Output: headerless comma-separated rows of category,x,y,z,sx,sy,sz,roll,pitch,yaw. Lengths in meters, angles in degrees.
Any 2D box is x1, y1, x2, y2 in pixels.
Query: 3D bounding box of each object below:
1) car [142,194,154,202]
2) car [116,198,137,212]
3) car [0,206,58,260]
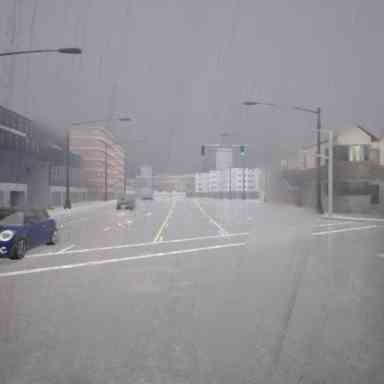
car,-8.389,1.081,63.863,2.033,1.411,5.357,0,0,-2
car,-7.597,1.443,38.823,2.128,1.511,4.902,0,1,-2
car,-6.762,1.389,12.444,2.097,1.767,4.553,0,0,-2
